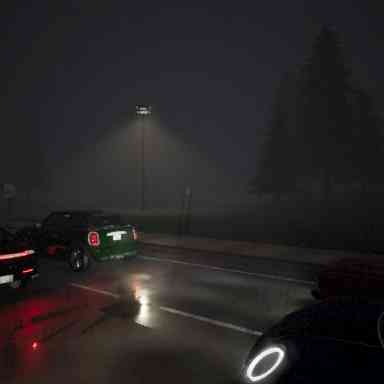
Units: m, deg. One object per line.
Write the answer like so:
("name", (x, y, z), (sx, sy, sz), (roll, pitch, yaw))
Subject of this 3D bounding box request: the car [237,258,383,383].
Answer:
("car", (2.551, 1.352, 2.170), (4.553, 1.767, 2.097), (0, 0, 36))

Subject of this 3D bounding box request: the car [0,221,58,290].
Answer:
("car", (-5.611, 1.491, 7.893), (4.902, 1.511, 2.128), (0, 0, 36))

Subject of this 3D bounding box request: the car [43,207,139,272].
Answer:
("car", (-3.925, 1.352, 10.992), (4.553, 1.767, 2.097), (0, 0, 36))

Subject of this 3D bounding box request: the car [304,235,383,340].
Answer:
("car", (4.413, 1.601, 5.141), (4.718, 1.301, 1.895), (0, 0, 36))
